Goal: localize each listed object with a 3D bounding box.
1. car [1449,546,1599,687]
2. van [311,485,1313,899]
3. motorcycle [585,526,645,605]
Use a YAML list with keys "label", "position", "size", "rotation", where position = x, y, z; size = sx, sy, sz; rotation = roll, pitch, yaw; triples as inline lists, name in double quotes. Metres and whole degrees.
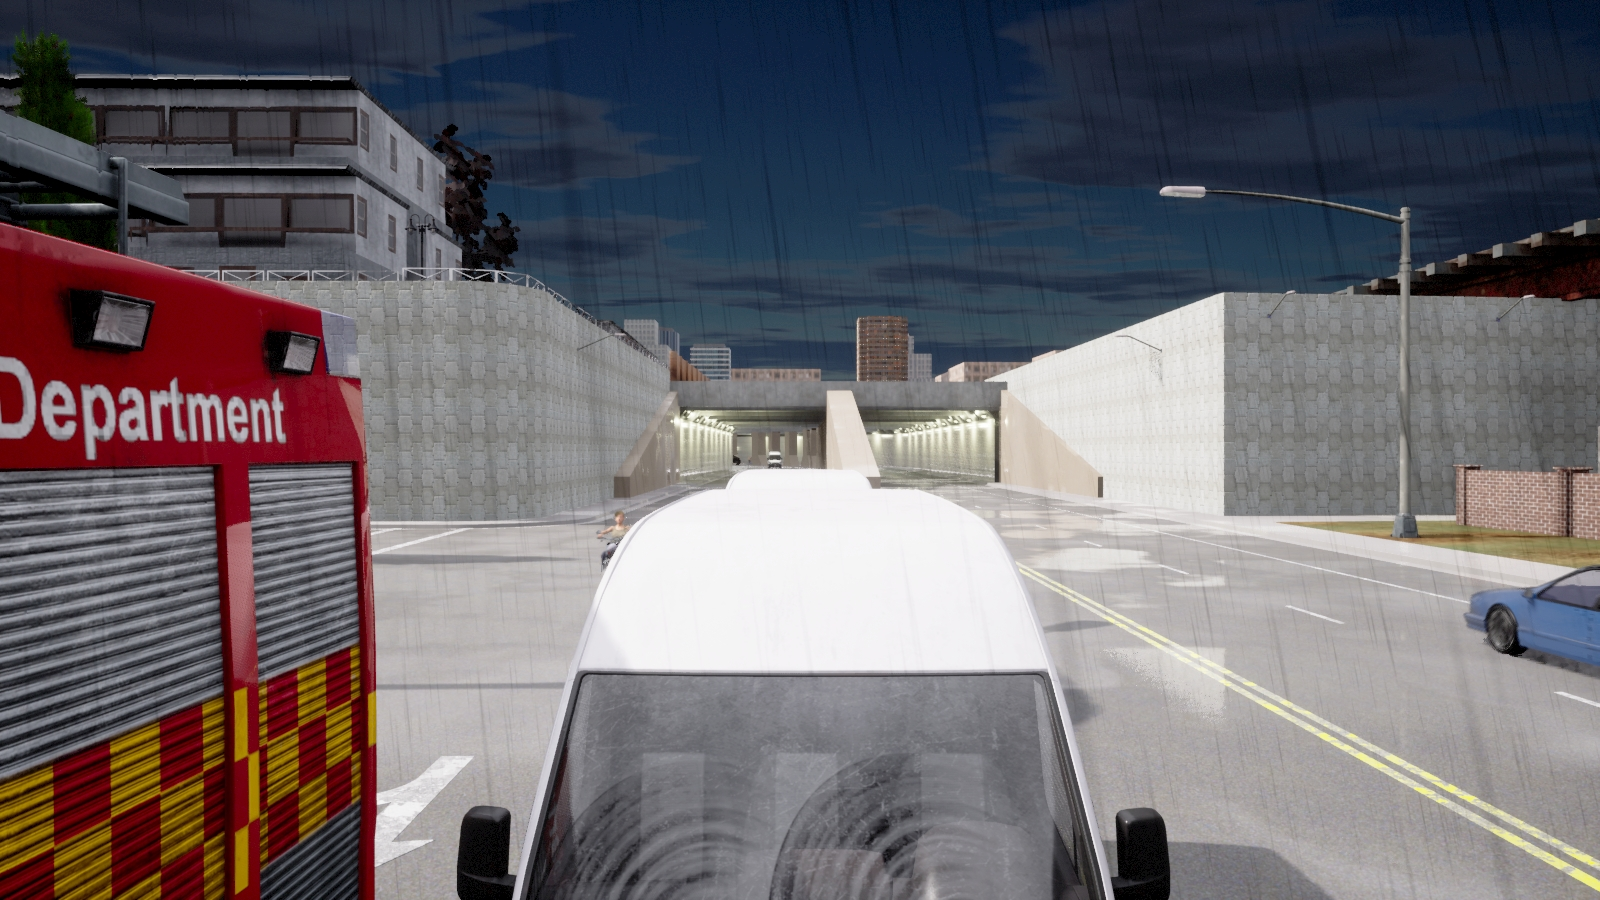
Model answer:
- label: "car"
  position: [10.490, 2.106, 13.987]
  size: [2.033, 1.411, 5.357]
  rotation: [0, 0, 0]
- label: "van"
  position: [0.047, 1.534, 5.226]
  size: [1.988, 2.561, 5.915]
  rotation: [0, 0, 1]
- label: "motorcycle"
  position: [-3.523, 2.170, 21.942]
  size: [0.764, 1.277, 2.356]
  rotation: [0, 0, 0]
